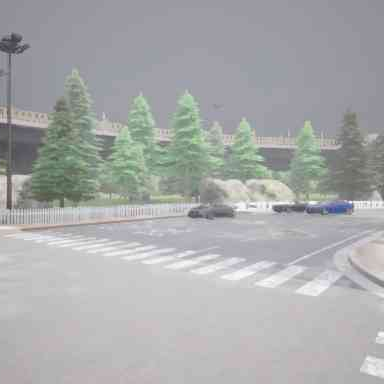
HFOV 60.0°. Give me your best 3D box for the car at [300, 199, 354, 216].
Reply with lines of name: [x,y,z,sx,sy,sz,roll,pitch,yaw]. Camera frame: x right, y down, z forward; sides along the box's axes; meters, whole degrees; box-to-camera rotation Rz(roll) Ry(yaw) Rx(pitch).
car: [12.994,1.430,31.337,5.008,1.535,1.882,0,0,-24]

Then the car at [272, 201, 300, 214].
car: [10.487,1.555,33.878,4.718,1.301,1.895,0,0,-27]

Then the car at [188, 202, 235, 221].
car: [1.632,1.518,27.075,4.181,1.385,1.994,0,0,-44]
